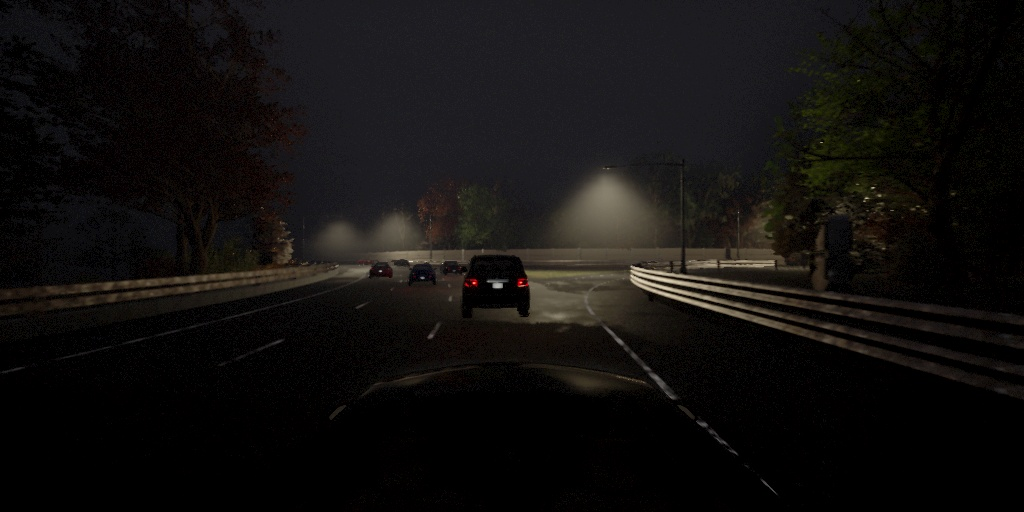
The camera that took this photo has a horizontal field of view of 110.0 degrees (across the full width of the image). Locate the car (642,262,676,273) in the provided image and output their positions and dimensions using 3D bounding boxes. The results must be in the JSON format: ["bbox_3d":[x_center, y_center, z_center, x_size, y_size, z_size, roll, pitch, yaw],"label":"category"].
[{"bbox_3d":[16.865,1.293,40.823,4.718,1.301,1.895,0,0,-40],"label":"car"}]

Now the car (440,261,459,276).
[{"bbox_3d":[-6.570,1.303,38.423,1.812,1.442,4.674,0,0,-18],"label":"car"}]

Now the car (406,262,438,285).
[{"bbox_3d":[-6.583,1.302,26.416,1.812,1.442,4.674,0,0,-14],"label":"car"}]

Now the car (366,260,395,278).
[{"bbox_3d":[-12.599,1.363,34.625,1.994,1.385,4.181,0,0,-18],"label":"car"}]

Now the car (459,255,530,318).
[{"bbox_3d":[-0.698,0.975,13.309,2.150,2.045,5.566,0,0,-6],"label":"car"}]
